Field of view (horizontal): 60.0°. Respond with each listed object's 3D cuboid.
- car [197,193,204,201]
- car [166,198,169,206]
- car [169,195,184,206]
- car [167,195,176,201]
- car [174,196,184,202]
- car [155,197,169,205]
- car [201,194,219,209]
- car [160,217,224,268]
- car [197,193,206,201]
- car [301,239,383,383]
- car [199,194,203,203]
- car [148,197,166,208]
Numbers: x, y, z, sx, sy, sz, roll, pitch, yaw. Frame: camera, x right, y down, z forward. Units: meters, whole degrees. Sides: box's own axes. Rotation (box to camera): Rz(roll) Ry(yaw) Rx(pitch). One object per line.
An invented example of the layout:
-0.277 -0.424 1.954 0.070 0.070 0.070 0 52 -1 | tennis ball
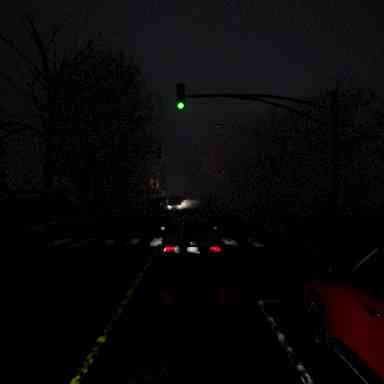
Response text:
2.560 1.544 70.811 1.947 1.339 4.313 -1 0 0 | car
-5.321 1.547 53.749 1.947 1.339 4.313 -1 0 0 | car
-2.817 1.333 54.679 2.097 1.767 4.553 0 0 0 | car
-5.319 1.529 87.881 2.008 1.369 4.403 -1 0 0 | car
-2.745 1.510 70.934 1.895 1.301 4.718 0 0 0 | car
-5.321 1.546 59.437 1.947 1.339 4.313 -1 0 0 | car
2.612 1.425 45.045 1.967 1.590 4.097 -1 0 0 | car
-0.087 1.544 11.182 2.033 1.411 5.357 0 0 -2 | car
2.558 1.293 87.877 2.192 1.841 5.009 -1 0 0 | car
2.682 1.314 3.110 2.192 1.841 5.009 -1 0 0 | car
2.559 1.526 53.745 1.887 1.381 4.507 -1 0 0 | car
-5.324 1.549 48.062 1.947 1.339 4.313 -1 0 0 | car
